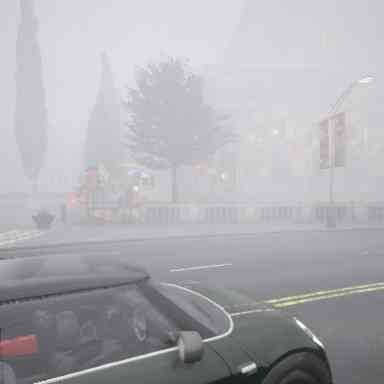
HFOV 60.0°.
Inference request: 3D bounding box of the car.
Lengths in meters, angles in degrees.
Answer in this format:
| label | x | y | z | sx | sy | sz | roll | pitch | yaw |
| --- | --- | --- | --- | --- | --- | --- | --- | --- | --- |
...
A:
| label | x | y | z | sx | sy | sz | roll | pitch | yaw |
| --- | --- | --- | --- | --- | --- | --- | --- | --- | --- |
| car | -0.897 | 1.351 | 2.861 | 4.553 | 1.767 | 2.097 | 0 | 0 | -32 |
